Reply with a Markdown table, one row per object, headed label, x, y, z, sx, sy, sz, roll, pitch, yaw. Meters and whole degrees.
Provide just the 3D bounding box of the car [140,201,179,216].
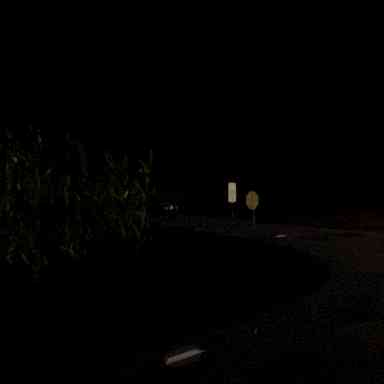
| label | x | y | z | sx | sy | sz | roll | pitch | yaw |
| --- | --- | --- | --- | --- | --- | --- | --- | --- | --- |
| car | -3.371 | 1.574 | 33.374 | 2.033 | 1.411 | 5.357 | -1 | 0 | -35 |
